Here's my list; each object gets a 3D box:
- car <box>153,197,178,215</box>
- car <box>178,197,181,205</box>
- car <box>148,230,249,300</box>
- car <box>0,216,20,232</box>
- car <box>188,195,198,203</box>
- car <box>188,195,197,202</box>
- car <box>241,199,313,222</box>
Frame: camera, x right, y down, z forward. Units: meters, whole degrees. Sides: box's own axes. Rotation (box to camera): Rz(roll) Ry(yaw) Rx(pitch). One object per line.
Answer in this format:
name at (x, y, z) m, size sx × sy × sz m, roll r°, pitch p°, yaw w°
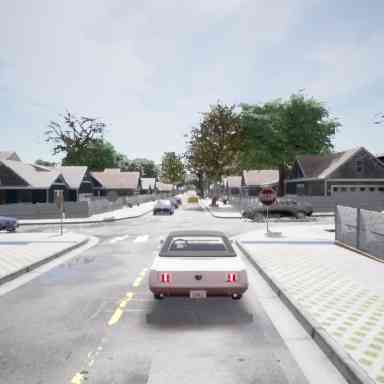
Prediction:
car at (-2.787, 1.493, 33.605) m, size 2.033 × 1.411 × 5.357 m, roll 0°, pitch 0°, yaw 0°
car at (-2.764, 1.450, 43.650) m, size 1.812 × 1.442 × 4.674 m, roll 0°, pitch 0°, yaw 0°
car at (0.120, 1.596, 8.356) m, size 1.895 × 1.301 × 4.718 m, roll 0°, pitch 0°, yaw 0°
car at (-13.004, 1.817, 20.207) m, size 4.674 × 1.442 × 1.812 m, roll -2°, pitch 0°, yaw 2°
car at (0.220, 1.365, 64.977) m, size 1.882 × 1.535 × 5.008 m, roll 0°, pitch 0°, yaw 0°
car at (0.143, 1.398, 76.136) m, size 2.128 × 1.511 × 4.902 m, roll 0°, pitch 0°, yaw 0°
car at (5.940, 1.247, 23.326) m, size 4.902 × 1.511 × 2.128 m, roll -2°, pitch 0°, yaw -1°
